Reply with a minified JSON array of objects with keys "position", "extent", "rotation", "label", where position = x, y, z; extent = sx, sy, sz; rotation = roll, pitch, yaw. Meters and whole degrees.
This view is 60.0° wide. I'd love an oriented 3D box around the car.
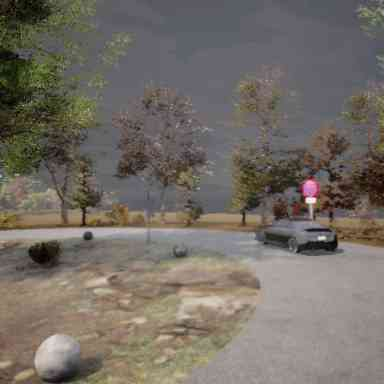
[{"position":[4.570,1.853,15.111],"extent":[1.994,1.385,4.181],"rotation":[0,-1,-17],"label":"car"}]
